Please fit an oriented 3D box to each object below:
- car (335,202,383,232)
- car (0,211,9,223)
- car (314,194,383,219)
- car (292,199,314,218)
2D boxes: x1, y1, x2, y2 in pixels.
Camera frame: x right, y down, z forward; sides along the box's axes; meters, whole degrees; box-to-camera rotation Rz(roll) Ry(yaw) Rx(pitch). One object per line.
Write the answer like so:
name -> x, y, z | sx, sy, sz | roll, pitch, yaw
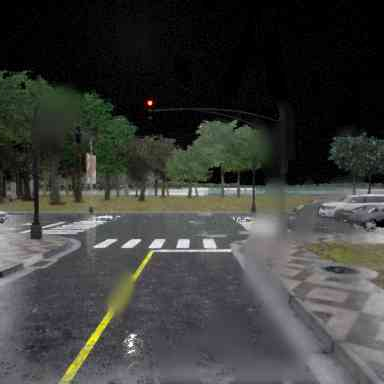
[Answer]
car -> 11.530, 1.512, 19.735 | 4.902, 1.511, 2.128 | 0, 0, 0
car -> -15.188, 1.520, 23.007 | 4.674, 1.442, 1.812 | 0, 0, 2
car -> 13.071, 1.209, 26.325 | 5.566, 2.045, 2.150 | 0, 0, 0
car -> 11.348, 1.326, 29.585 | 4.553, 1.767, 2.097 | 0, 0, 0
